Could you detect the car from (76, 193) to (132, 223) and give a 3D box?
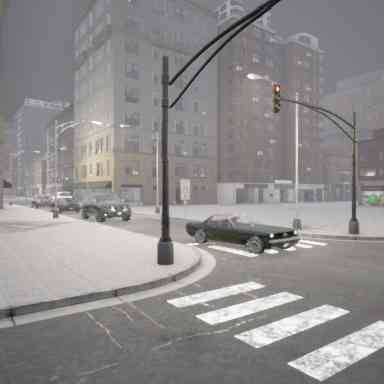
[{"bbox_3d":[-6.513,1.111,24.822,2.150,2.045,5.566,0,0,-35],"label":"car"}]

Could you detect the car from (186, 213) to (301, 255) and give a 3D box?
[{"bbox_3d":[1.895,1.557,13.453,1.895,1.301,4.718,0,0,-40],"label":"car"}]

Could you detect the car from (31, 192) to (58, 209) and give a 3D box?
[{"bbox_3d":[-19.152,1.139,42.600,2.097,1.767,4.553,0,0,-35],"label":"car"}]

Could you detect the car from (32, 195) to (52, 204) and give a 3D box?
[{"bbox_3d":[-25.510,1.269,56.495,2.033,1.411,5.357,0,0,-35],"label":"car"}]

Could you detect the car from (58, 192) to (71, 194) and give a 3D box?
[{"bbox_3d":[-18.371,0.998,46.503,2.150,2.045,5.566,0,0,-35],"label":"car"}]

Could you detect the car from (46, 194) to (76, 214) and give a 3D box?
[{"bbox_3d":[-13.064,1.312,34.019,1.882,1.535,5.008,0,0,-36],"label":"car"}]
